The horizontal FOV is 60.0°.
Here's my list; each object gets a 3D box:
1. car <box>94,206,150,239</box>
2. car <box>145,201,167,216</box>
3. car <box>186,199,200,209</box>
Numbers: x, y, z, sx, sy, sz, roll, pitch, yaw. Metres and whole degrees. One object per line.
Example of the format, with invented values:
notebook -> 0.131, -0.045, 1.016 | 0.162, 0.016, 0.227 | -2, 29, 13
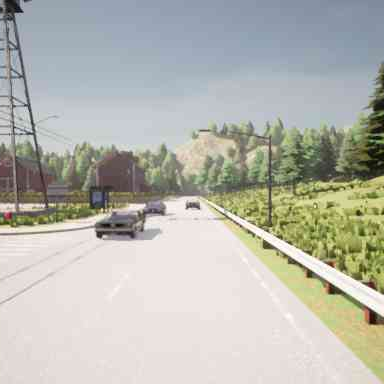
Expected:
car -> -3.593, 1.606, 17.355 | 1.895, 1.301, 4.718 | 0, 0, 0
car -> -3.556, 1.574, 32.500 | 1.994, 1.385, 4.181 | 0, 0, 1
car -> 0.117, 1.615, 44.804 | 1.895, 1.301, 4.718 | 0, 0, 0
